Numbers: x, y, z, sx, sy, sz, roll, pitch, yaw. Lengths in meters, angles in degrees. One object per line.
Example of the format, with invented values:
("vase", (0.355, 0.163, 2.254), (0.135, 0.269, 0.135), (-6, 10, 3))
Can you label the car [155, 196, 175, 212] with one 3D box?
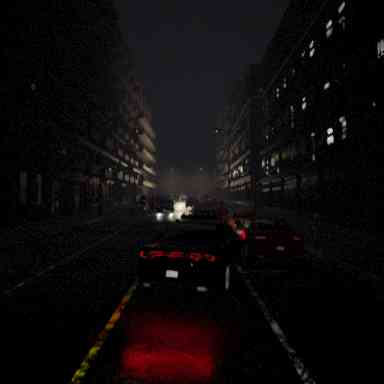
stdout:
("car", (-2.823, 1.484, 36.733), (2.033, 1.411, 5.357), (0, 0, 0))

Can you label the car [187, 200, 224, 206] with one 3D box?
("car", (0.837, 1.436, 18.653), (1.882, 1.535, 5.008), (0, 0, 0))

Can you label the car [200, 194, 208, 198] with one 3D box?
("car", (2.623, 1.474, 56.229), (1.887, 1.381, 4.507), (1, 0, 0))

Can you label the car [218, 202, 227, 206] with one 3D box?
("car", (2.597, 1.486, 17.685), (1.752, 1.417, 4.829), (1, 0, 0))

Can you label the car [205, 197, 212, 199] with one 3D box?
("car", (2.608, 1.484, 34.106), (1.887, 1.381, 4.507), (1, 0, 0))

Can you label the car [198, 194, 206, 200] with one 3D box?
("car", (2.613, 1.403, 89.416), (1.967, 1.590, 4.097), (1, 0, 0))

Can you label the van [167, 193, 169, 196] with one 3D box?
("van", (-5.253, 1.270, 56.296), (1.690, 1.788, 3.998), (1, 0, 0))

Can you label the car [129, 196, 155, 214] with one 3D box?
("car", (-5.272, 1.465, 34.004), (1.752, 1.417, 4.829), (2, 0, 0))

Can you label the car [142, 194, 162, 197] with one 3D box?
("car", (-5.262, 1.249, 39.706), (2.192, 1.841, 5.009), (2, 0, 0))

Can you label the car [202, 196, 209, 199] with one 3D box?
("car", (2.611, 1.485, 39.637), (2.008, 1.369, 4.403), (1, 0, 0))

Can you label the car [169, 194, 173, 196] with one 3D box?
("car", (-5.244, 1.250, 67.357), (2.192, 1.841, 5.009), (1, 0, 0))

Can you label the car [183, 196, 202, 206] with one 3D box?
("car", (0.047, 1.531, 45.859), (1.895, 1.301, 4.718), (0, 0, 0))

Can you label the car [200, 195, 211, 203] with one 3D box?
("car", (2.641, 1.375, 67.291), (1.967, 1.590, 4.097), (1, 0, 0))

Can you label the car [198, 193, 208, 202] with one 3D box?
("car", (2.609, 1.260, 78.353), (2.192, 1.841, 5.009), (1, 0, 0))

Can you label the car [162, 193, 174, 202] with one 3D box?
("car", (-5.240, 1.255, 72.887), (2.192, 1.841, 5.009), (1, 0, 0))

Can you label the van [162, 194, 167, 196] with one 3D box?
("van", (-5.256, 1.269, 50.764), (1.690, 1.788, 3.998), (2, 0, 0))

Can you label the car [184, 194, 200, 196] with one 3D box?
("car", (0.041, 1.494, 59.372), (1.994, 1.385, 4.181), (0, 0, 0))

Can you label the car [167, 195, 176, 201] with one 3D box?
("car", (-5.239, 1.519, 83.949), (1.947, 1.339, 4.313), (1, 0, 0))

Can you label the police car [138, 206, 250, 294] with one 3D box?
("police car", (0.281, 1.403, 9.034), (1.930, 1.638, 5.238), (0, 0, 15))

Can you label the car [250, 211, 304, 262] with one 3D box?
("car", (2.592, 1.516, 11.983), (1.887, 1.381, 4.507), (1, 0, 0))
